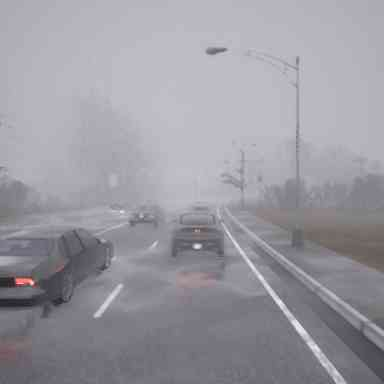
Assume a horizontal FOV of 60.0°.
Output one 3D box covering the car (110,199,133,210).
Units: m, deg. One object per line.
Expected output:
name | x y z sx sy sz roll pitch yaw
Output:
car | -9.035 1.554 43.247 2.033 1.411 5.357 0 0 4

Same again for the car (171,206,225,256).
car | 0.228 1.508 13.124 1.837 1.490 4.892 0 0 1

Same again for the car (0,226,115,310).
car | -3.374 1.548 8.072 2.033 1.411 5.357 0 0 1

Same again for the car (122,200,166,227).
car | -3.016 1.552 23.054 2.033 1.411 5.357 0 0 3

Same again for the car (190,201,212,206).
car | 0.770 1.533 28.854 1.812 1.442 4.674 0 0 3
